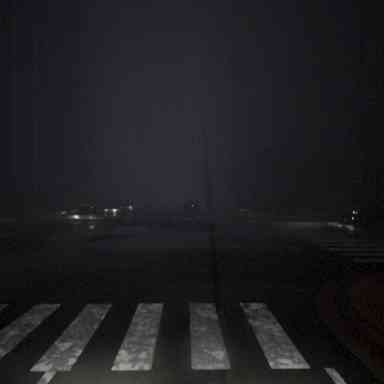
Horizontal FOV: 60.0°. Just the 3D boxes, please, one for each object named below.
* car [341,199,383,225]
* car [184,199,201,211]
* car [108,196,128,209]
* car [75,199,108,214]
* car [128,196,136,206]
[{"bbox_3d":[12.570,1.281,22.526,4.553,1.767,2.097,0,0,0],"label":"car"},{"bbox_3d":[0.055,1.536,40.092,1.994,1.385,4.181,0,0,0],"label":"car"},{"bbox_3d":[-10.635,1.515,45.664,2.033,1.411,5.357,0,0,0],"label":"car"},{"bbox_3d":[-10.630,1.453,34.875,1.882,1.535,5.008,0,0,0],"label":"car"},{"bbox_3d":[-10.592,1.466,55.797,1.837,1.490,4.892,0,0,1],"label":"car"}]
